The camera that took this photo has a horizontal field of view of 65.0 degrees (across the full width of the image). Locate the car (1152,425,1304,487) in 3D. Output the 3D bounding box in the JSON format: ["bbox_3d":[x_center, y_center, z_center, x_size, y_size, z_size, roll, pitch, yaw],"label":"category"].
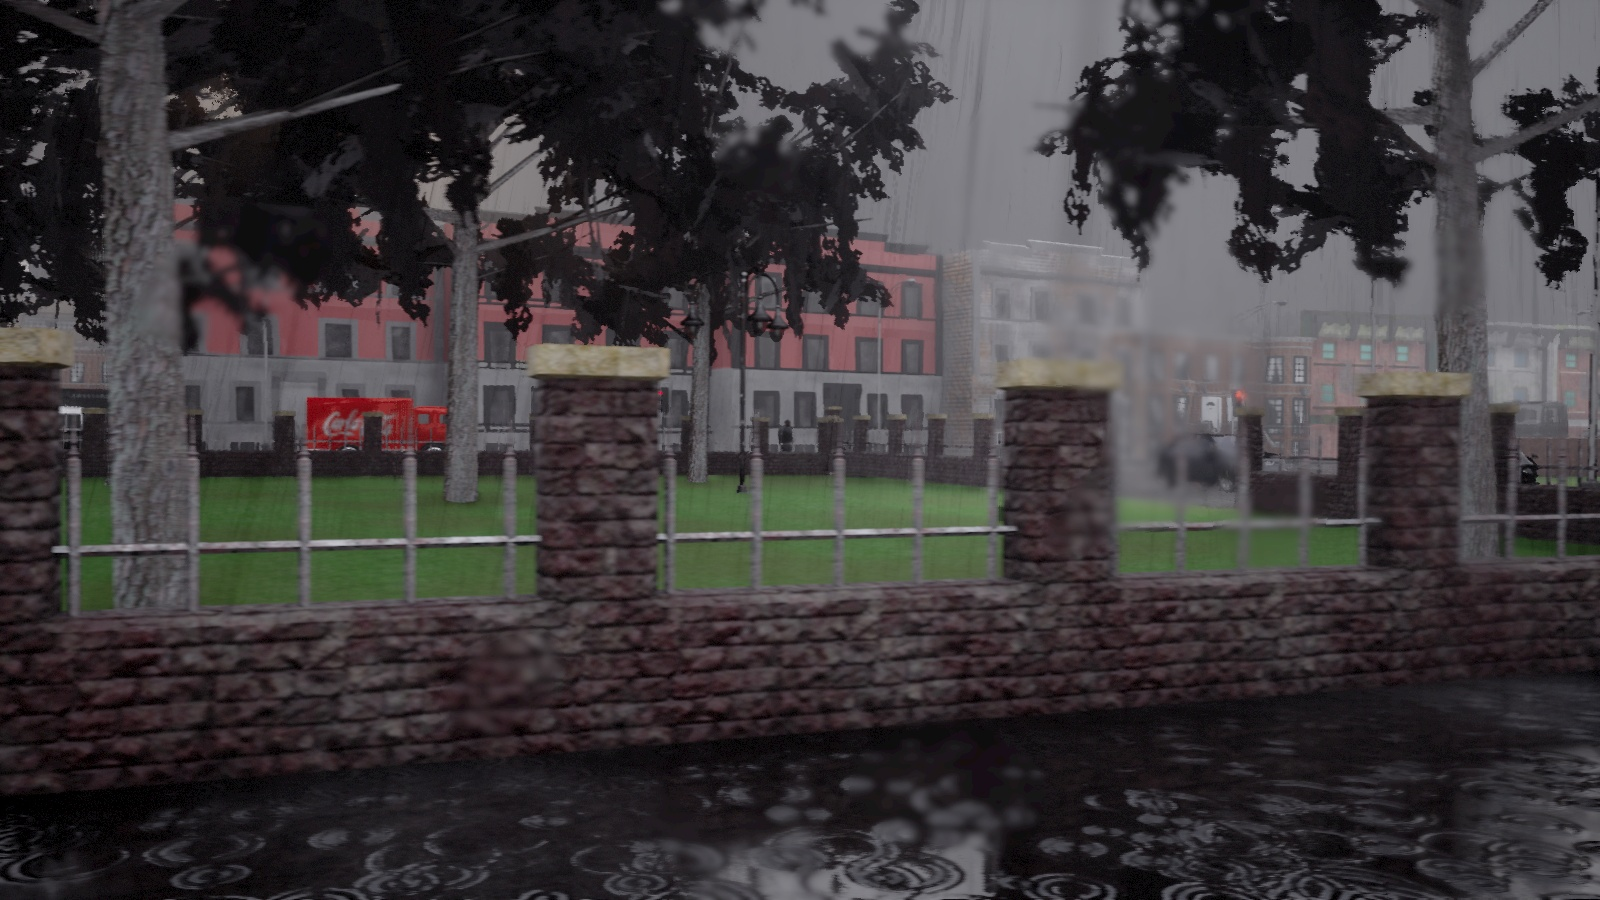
[{"bbox_3d":[11.111,0.121,32.843,1.845,1.501,3.633,-1,1,-21],"label":"car"}]

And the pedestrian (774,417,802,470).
[{"bbox_3d":[-0.427,-0.237,45.136,0.849,1.883,0.563,0,1,43],"label":"pedestrian"}]

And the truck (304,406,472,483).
[{"bbox_3d":[-13.954,-0.232,42.621,5.204,2.467,2.627,-1,1,-20],"label":"truck"}]

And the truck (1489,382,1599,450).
[{"bbox_3d":[41.073,-1.824,67.123,7.936,3.462,2.891,-1,1,-20],"label":"truck"}]

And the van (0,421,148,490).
[{"bbox_3d":[-23.065,0.148,39.252,4.480,2.038,2.069,-1,1,-20],"label":"van"}]

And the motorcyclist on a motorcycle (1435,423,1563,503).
[{"bbox_3d":[13.945,0.236,25.132,0.866,1.530,2.191,-1,1,-22],"label":"motorcyclist on a motorcycle"}]
